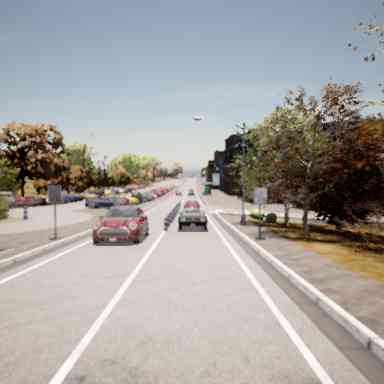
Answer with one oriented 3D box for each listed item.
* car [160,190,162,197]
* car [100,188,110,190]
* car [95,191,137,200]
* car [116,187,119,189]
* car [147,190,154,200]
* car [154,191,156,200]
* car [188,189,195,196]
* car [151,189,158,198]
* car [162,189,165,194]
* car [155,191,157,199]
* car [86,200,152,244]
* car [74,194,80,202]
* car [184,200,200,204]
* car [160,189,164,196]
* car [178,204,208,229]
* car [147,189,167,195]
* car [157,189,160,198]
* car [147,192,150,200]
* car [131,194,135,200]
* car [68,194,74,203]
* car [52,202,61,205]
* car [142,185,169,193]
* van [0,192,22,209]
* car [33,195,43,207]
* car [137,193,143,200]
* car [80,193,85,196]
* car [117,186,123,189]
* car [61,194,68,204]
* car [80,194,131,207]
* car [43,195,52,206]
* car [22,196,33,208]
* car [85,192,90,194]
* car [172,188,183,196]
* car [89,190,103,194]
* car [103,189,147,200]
[{"bbox_3d":[-9.925,0.825,75.423,4.674,1.452,2.002,0,2,0],"label":"car"},{"bbox_3d":[-23.013,0.437,78.116,5.566,2.045,2.435,0,2,0],"label":"car"},{"bbox_3d":[-10.154,1.135,44.774,4.553,1.767,2.185,0,0,0],"label":"car"},{"bbox_3d":[-23.097,0.216,89.391,5.366,1.575,1.946,0,3,0],"label":"car"},{"bbox_3d":[-9.982,1.016,61.494,4.553,1.767,2.185,0,1,0],"label":"car"},{"bbox_3d":[-9.966,1.117,64.284,4.792,1.488,2.163,0,1,0],"label":"car"},{"bbox_3d":[-0.210,0.291,89.224,1.895,1.301,4.718,0,3,0],"label":"car"},{"bbox_3d":[-9.990,0.828,69.853,4.553,1.767,2.185,0,2,0],"label":"car"},{"bbox_3d":[-9.881,0.582,80.997,5.008,1.535,2.097,0,2,0],"label":"car"},{"bbox_3d":[-10.006,1.054,67.071,4.792,1.488,2.163,0,1,0],"label":"car"},{"bbox_3d":[-3.378,1.473,16.477,2.097,1.767,4.553,0,0,0],"label":"car"},{"bbox_3d":[-23.107,1.184,58.610,5.008,1.535,2.097,0,1,0],"label":"car"},{"bbox_3d":[0.020,1.653,40.333,1.994,1.385,4.181,1,0,0],"label":"car"},{"bbox_3d":[-9.898,0.688,78.209,5.008,1.535,2.097,0,2,0],"label":"car"},{"bbox_3d":[0.049,1.767,22.820,1.895,1.301,4.718,0,0,0],"label":"car"},{"bbox_3d":[-9.980,-0.031,94.906,5.366,1.575,1.946,0,3,0],"label":"car"},{"bbox_3d":[-9.972,0.748,72.632,4.553,1.767,2.185,0,2,0],"label":"car"},{"bbox_3d":[-10.021,1.254,55.915,4.792,1.488,2.163,0,1,0],"label":"car"},{"bbox_3d":[-10.170,1.278,41.987,4.792,1.488,2.163,0,0,0],"label":"car"},{"bbox_3d":[-23.102,1.250,55.820,4.792,1.488,2.163,0,0,0],"label":"car"},{"bbox_3d":[-23.352,1.253,50.369,5.366,1.575,1.946,0,0,0],"label":"car"},{"bbox_3d":[-9.860,-0.028,89.334,5.566,2.045,2.435,0,3,0],"label":"car"},{"bbox_3d":[-23.112,1.006,39.206,4.442,1.987,1.878,1,0,0],"label":"van"},{"bbox_3d":[-23.206,1.295,44.664,4.674,1.452,2.002,0,0,0],"label":"car"},{"bbox_3d":[-10.099,1.266,47.552,5.008,1.535,2.097,0,0,0],"label":"car"},{"bbox_3d":[-23.089,1.139,61.400,5.008,1.535,2.097,0,1,0],"label":"car"},{"bbox_3d":[-22.865,-0.157,92.161,5.566,2.045,2.435,0,3,0],"label":"car"},{"bbox_3d":[-23.334,1.240,53.165,5.366,1.575,1.946,0,0,0],"label":"car"},{"bbox_3d":[-10.130,1.265,39.203,4.792,1.488,2.163,0,0,0],"label":"car"},{"bbox_3d":[-23.213,1.290,47.576,4.792,1.488,2.163,0,0,0],"label":"car"},{"bbox_3d":[-23.224,1.282,41.879,4.674,1.452,2.002,0,0,0],"label":"car"},{"bbox_3d":[-23.069,1.084,64.317,4.892,1.521,2.231,0,1,0],"label":"car"},{"bbox_3d":[-3.458,0.316,87.188,2.128,1.511,4.902,0,2,0],"label":"car"},{"bbox_3d":[-22.836,0.870,72.548,5.366,1.575,1.946,0,2,0],"label":"car"},{"bbox_3d":[-10.115,1.010,50.346,5.566,2.045,2.435,0,0,0],"label":"car"}]
